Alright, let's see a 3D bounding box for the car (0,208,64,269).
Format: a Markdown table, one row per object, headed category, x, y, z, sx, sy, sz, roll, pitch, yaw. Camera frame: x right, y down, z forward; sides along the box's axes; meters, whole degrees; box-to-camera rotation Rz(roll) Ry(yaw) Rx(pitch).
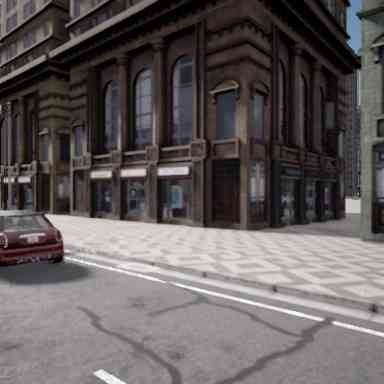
| category | x | y | z | sx | sy | sz | roll | pitch | yaw |
| --- | --- | --- | --- | --- | --- | --- | --- | --- | --- |
| car | -6.113 | 1.375 | 10.782 | 4.553 | 1.767 | 2.097 | 0 | 0 | 40 |
